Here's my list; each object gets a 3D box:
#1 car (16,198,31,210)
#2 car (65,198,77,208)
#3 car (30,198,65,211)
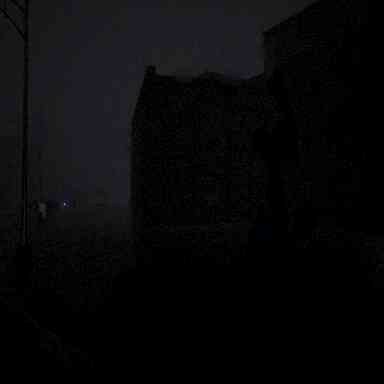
[{"bbox_3d":[-22.463,1.595,45.678,2.128,1.511,4.902,1,0,-7],"label":"car"},{"bbox_3d":[-19.901,1.722,53.484,1.812,1.442,4.674,1,0,-7],"label":"car"},{"bbox_3d":[-18.558,1.633,42.980,2.128,1.511,4.902,1,0,-6],"label":"car"}]
